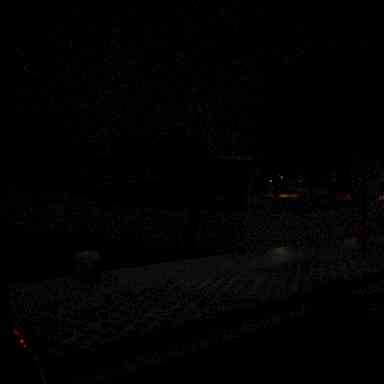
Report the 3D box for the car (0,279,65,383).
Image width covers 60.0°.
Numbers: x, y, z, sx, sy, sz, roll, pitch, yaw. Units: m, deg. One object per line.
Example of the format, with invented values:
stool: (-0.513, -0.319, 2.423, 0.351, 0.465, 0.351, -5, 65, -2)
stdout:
car: (-2.687, 1.346, 1.088, 4.553, 1.767, 2.097, 0, 0, -35)
